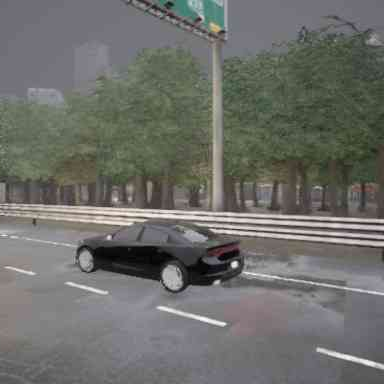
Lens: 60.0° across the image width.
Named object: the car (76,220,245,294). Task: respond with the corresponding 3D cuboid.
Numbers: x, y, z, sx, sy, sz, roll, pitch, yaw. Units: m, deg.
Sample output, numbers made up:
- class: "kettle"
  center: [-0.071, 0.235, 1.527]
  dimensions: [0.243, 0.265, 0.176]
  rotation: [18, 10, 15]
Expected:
- class: "car"
  center: [-1.060, 1.495, 8.925]
  dimensions: [5.008, 1.535, 1.882]
  rotation: [0, 0, 36]
